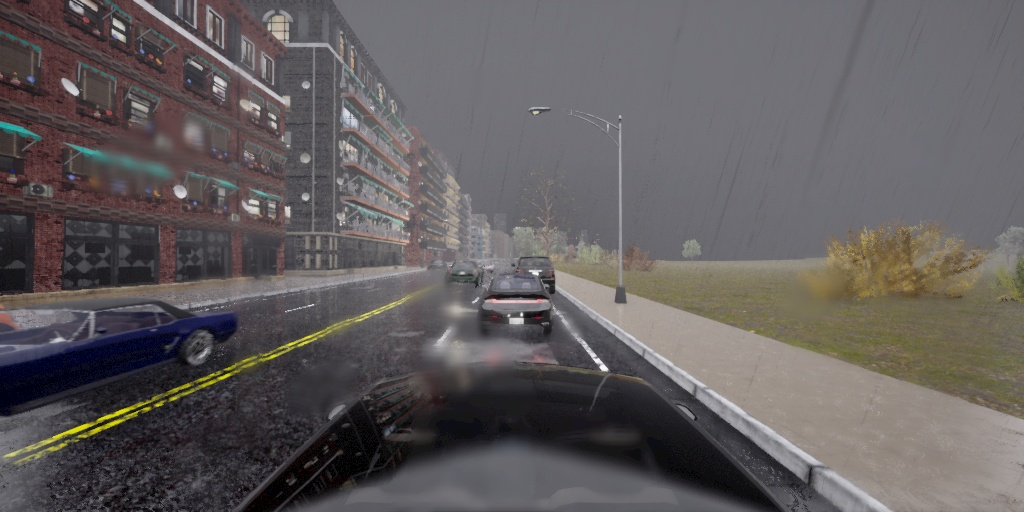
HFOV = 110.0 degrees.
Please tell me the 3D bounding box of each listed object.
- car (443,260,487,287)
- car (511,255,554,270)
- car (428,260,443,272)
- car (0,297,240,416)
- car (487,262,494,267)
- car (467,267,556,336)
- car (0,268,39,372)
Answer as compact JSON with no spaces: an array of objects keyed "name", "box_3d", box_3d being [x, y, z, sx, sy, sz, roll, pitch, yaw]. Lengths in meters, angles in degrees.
[{"name":"car","box_3d":[-3.122,1.104,24.696,2.097,1.767,4.553,0,0,0]},{"name":"car","box_3d":[1.157,0.978,20.308,2.150,2.045,5.566,0,0,0]},{"name":"car","box_3d":[-9.804,1.258,47.429,1.837,1.490,4.892,0,0,0]},{"name":"car","box_3d":[-6.595,1.351,5.197,1.895,1.301,4.718,0,0,0]},{"name":"car","box_3d":[-3.110,1.354,43.251,1.895,1.301,4.718,0,0,0]},{"name":"car","box_3d":[0.111,1.243,10.440,2.128,1.511,4.902,0,0,0]},{"name":"car","box_3d":[-9.846,1.102,4.396,2.097,1.767,4.553,0,0,0]}]
